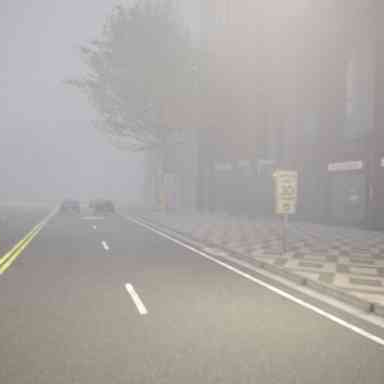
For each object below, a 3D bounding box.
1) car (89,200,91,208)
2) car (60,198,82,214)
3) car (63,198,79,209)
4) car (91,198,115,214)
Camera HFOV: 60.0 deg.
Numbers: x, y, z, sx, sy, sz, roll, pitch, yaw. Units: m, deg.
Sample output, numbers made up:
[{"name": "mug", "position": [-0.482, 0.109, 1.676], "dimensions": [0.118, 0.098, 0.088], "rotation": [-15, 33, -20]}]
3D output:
[{"name": "car", "position": [-13.181, 1.528, 45.824], "dimensions": [1.895, 1.301, 4.718], "rotation": [1, 0, -19]}, {"name": "car", "position": [-12.190, 1.393, 33.395], "dimensions": [2.128, 1.511, 4.902], "rotation": [1, 0, -19]}, {"name": "car", "position": [-16.107, 1.472, 44.346], "dimensions": [1.895, 1.301, 4.718], "rotation": [1, 0, -19]}, {"name": "car", "position": [-9.194, 1.434, 34.616], "dimensions": [1.882, 1.535, 5.008], "rotation": [1, 0, -19]}]
